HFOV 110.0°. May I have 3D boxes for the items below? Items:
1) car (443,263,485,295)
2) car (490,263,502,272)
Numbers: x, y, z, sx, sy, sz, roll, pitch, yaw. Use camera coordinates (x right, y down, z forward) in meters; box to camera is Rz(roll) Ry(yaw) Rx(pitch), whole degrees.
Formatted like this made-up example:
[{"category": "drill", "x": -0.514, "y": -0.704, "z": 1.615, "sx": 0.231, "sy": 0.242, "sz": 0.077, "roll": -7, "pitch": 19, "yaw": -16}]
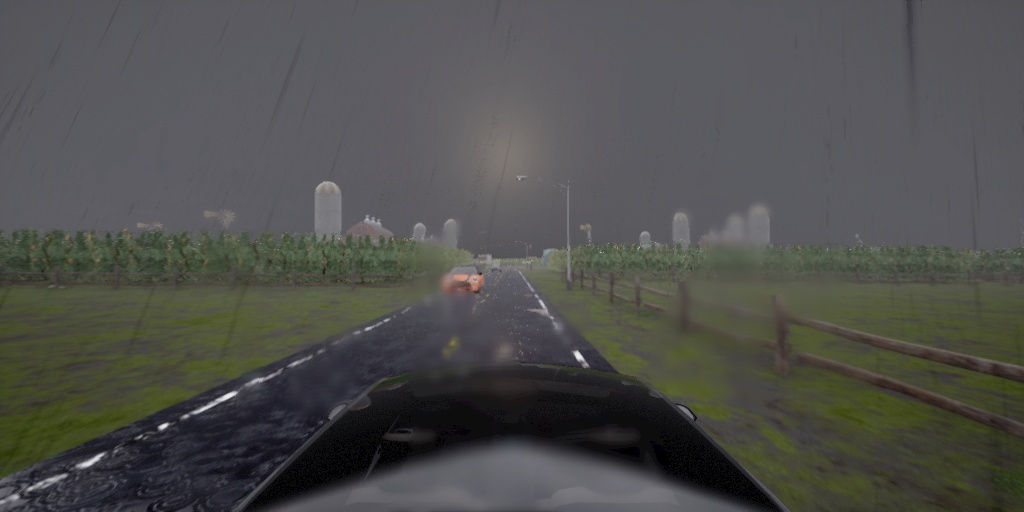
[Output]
[{"category": "car", "x": -2.849, "y": 1.350, "z": 22.023, "sx": 2.097, "sy": 1.767, "sz": 4.553, "roll": 0, "pitch": -1, "yaw": 0}, {"category": "car", "x": -2.788, "y": 2.049, "z": 62.739, "sx": 1.837, "sy": 1.490, "sz": 4.892, "roll": 0, "pitch": -1, "yaw": 1}]
